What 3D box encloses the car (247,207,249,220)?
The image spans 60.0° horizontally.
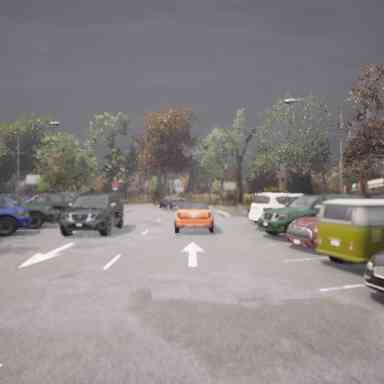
[{"bbox_3d":[5.988,1.113,19.141,5.566,2.045,2.435,1,0,-20],"label":"car"}]

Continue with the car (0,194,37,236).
[{"bbox_3d":[-10.964,1.131,16.369,5.566,2.045,2.435,-1,0,-20],"label":"car"}]

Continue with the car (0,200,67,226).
[{"bbox_3d":[-10.962,1.373,22.297,4.792,1.488,2.163,-1,0,-20],"label":"car"}]

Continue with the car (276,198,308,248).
[{"bbox_3d":[5.994,1.278,13.084,4.553,1.767,2.185,1,1,-20],"label":"car"}]

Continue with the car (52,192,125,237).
[{"bbox_3d":[-5.081,1.108,17.732,2.150,2.045,5.566,0,0,0],"label":"car"}]

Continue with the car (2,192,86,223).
[{"bbox_3d":[-11.000,1.074,25.213,5.566,2.045,2.435,-1,1,-20],"label":"car"}]

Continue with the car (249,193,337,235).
[{"bbox_3d":[5.945,1.132,16.081,5.566,2.045,2.435,1,1,-20],"label":"car"}]

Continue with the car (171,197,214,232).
[{"bbox_3d":[0.119,1.228,19.286,2.097,1.767,4.553,0,0,0],"label":"car"}]

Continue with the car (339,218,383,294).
[{"bbox_3d":[5.961,1.443,7.034,4.892,1.521,2.231,1,1,-20],"label":"car"}]

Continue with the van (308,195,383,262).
[{"bbox_3d":[6.067,1.198,10.100,4.442,1.987,1.878,1,0,-20],"label":"van"}]

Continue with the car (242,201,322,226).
[{"bbox_3d":[5.986,1.374,22.167,4.792,1.488,2.163,1,0,-20],"label":"car"}]

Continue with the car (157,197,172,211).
[{"bbox_3d":[-2.430,1.251,37.582,2.128,1.511,4.902,0,0,-27],"label":"car"}]

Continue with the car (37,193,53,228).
[{"bbox_3d":[-10.960,1.111,19.329,5.566,2.045,2.435,-1,0,-20],"label":"car"}]
